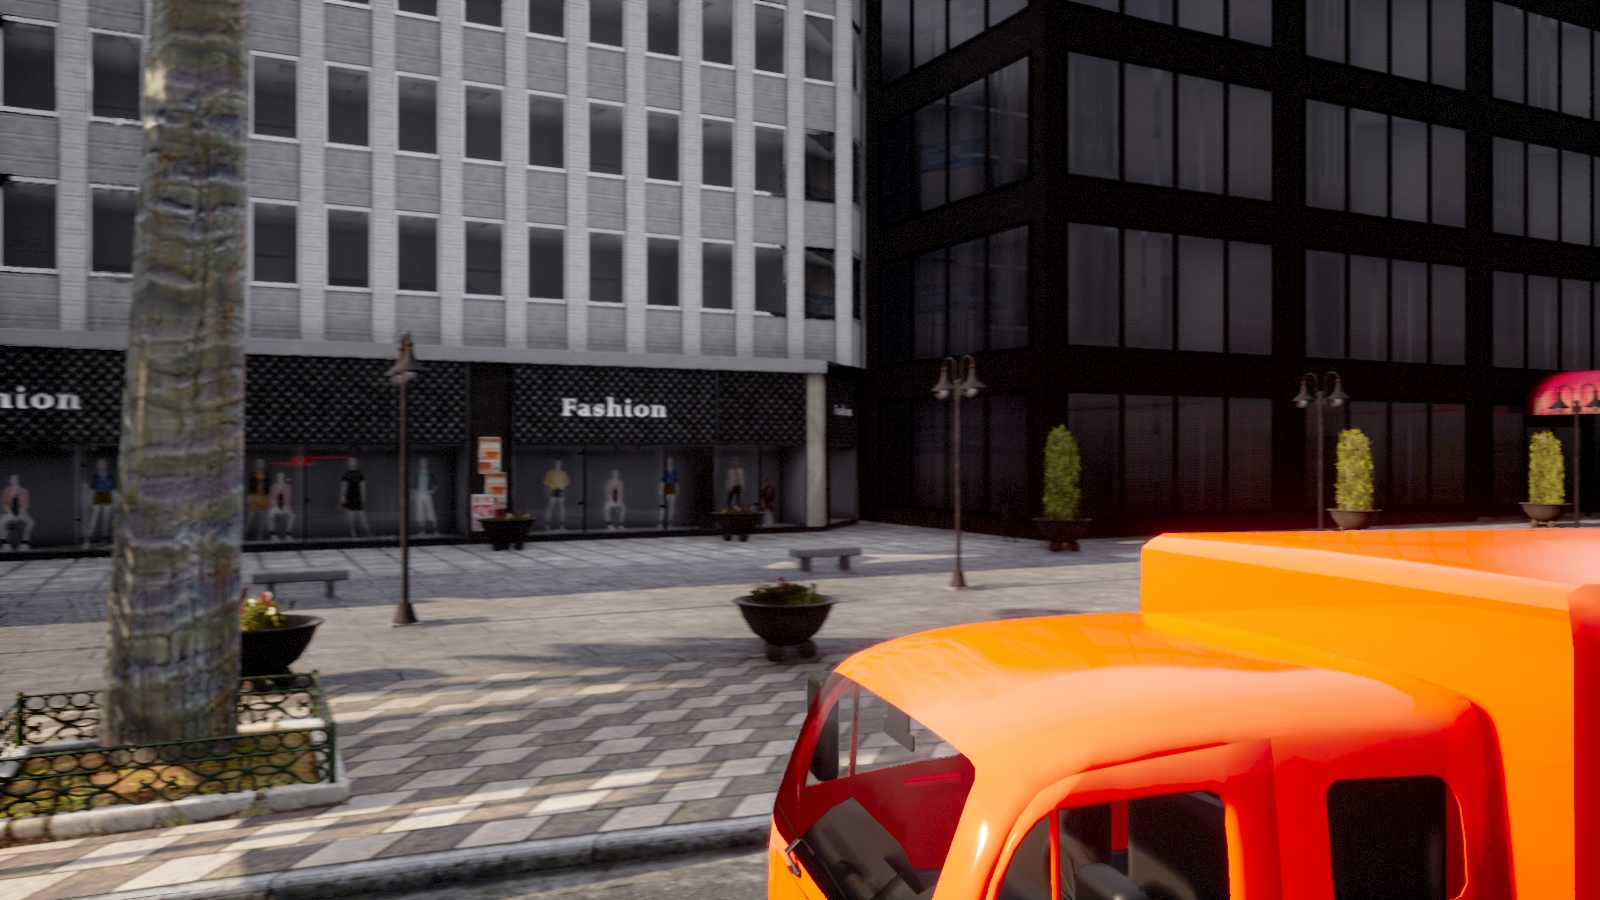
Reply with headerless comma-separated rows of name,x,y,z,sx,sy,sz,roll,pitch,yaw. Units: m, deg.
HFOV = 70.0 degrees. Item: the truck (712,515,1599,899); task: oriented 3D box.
truck,2.487,1.567,4.115,5.204,2.467,2.627,0,0,-15
